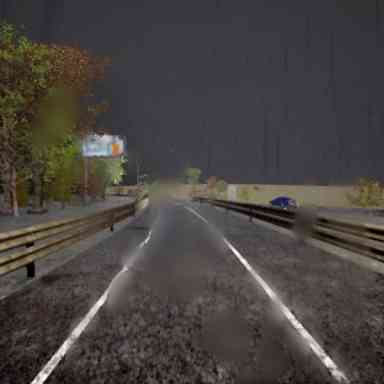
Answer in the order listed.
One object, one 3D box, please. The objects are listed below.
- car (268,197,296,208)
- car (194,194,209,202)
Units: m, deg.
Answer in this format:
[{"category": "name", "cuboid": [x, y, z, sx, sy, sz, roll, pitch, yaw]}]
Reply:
[{"category": "car", "cuboid": [12.383, 1.371, 45.702, 1.812, 1.442, 4.674, 0, 0, -20]}, {"category": "car", "cuboid": [2.013, 1.287, 73.843, 2.097, 1.767, 4.553, 0, 0, -20]}]
